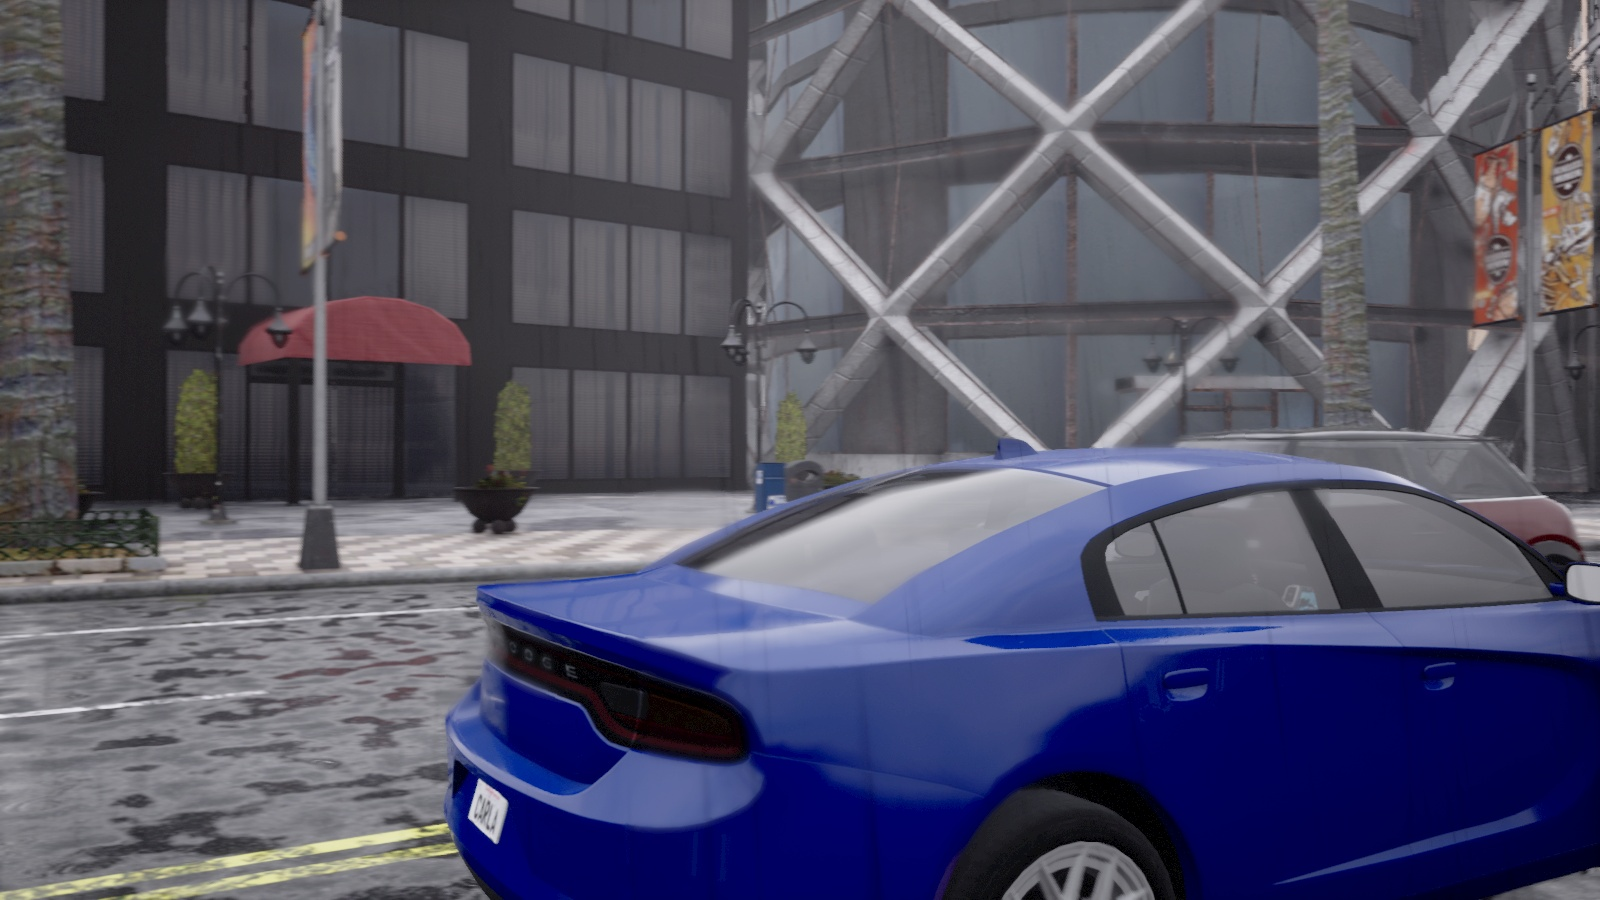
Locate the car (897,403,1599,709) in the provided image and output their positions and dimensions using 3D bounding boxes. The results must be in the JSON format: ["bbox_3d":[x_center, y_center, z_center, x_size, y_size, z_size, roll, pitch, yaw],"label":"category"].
[{"bbox_3d":[3.209,0.612,9.026,4.553,1.767,2.097,0,0,-20],"label":"car"}]

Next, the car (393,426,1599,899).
[{"bbox_3d":[1.383,0.727,4.314,5.008,1.535,1.882,0,0,-30],"label":"car"}]
